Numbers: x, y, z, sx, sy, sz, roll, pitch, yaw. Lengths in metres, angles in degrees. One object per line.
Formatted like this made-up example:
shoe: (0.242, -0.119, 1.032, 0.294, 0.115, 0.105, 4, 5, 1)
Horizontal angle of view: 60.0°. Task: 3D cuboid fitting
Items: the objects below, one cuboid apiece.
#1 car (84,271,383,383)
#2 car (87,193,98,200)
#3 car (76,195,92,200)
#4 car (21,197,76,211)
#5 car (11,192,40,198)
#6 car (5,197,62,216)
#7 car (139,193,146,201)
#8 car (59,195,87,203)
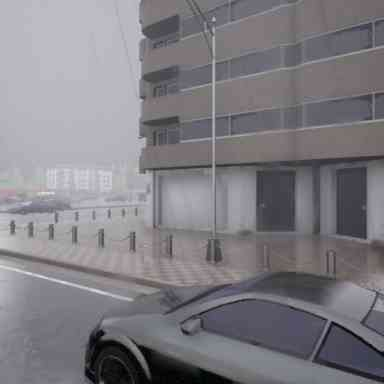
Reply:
car: (0.829, 1.564, 3.393, 4.181, 1.385, 1.994, 0, 0, 35)
car: (-26.761, 1.210, 88.129, 1.905, 1.878, 3.866, 0, 0, 35)
car: (-29.125, 1.450, 89.800, 1.970, 1.475, 3.806, 0, 0, 35)
car: (-16.728, 1.602, 38.699, 2.033, 1.411, 5.357, 0, 0, 35)
car: (-36.801, 1.208, 73.771, 1.932, 1.855, 4.605, 0, 0, 35)
car: (-16.009, 1.582, 33.569, 1.812, 1.442, 4.674, 0, 1, 35)
car: (-10.671, 1.211, 76.895, 1.905, 1.878, 3.866, 0, 0, 35)
car: (-22.913, 1.450, 64.145, 1.970, 1.475, 3.806, 0, 0, 35)
